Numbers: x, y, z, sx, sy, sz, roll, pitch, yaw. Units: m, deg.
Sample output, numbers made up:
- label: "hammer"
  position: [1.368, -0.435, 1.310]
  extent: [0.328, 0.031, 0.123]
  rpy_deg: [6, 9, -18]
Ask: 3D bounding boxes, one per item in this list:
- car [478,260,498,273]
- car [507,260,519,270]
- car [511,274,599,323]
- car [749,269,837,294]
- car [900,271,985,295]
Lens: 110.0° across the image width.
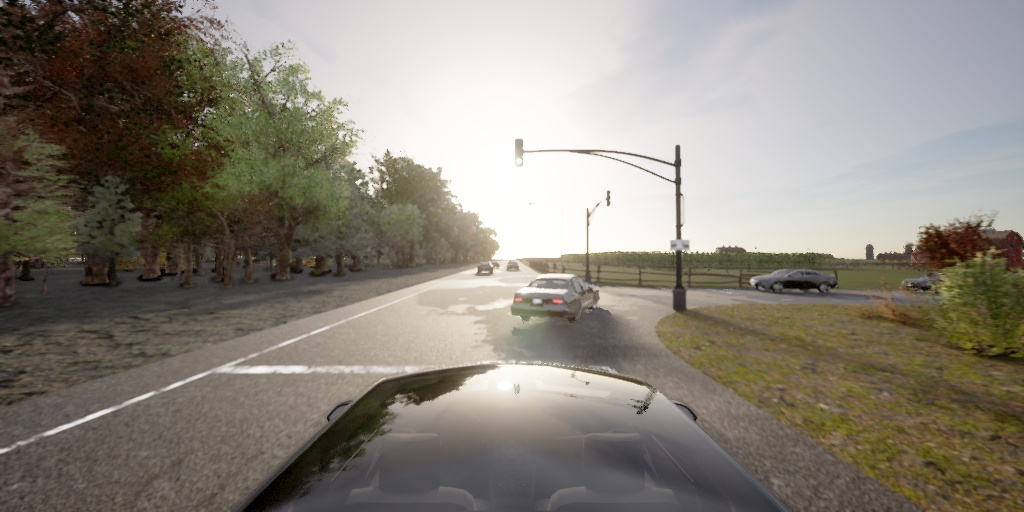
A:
- label: "car"
  position: [-3.366, 1.421, 46.436]
  extent: [2.128, 1.511, 4.902]
  rpy_deg: [0, 0, 0]
- label: "car"
  position: [0.142, 1.576, 58.379]
  extent: [1.895, 1.301, 4.718]
  rpy_deg: [0, 0, 0]
- label: "car"
  position: [1.706, 1.343, 12.529]
  extent: [2.033, 1.411, 5.357]
  rpy_deg: [0, 0, 23]
- label: "car"
  position: [18.018, 1.578, 23.127]
  extent: [4.902, 1.511, 2.128]
  rpy_deg: [1, -1, 1]
- label: "car"
  position: [28.003, 1.700, 23.052]
  extent: [4.892, 1.490, 1.837]
  rpy_deg: [1, -1, 0]
